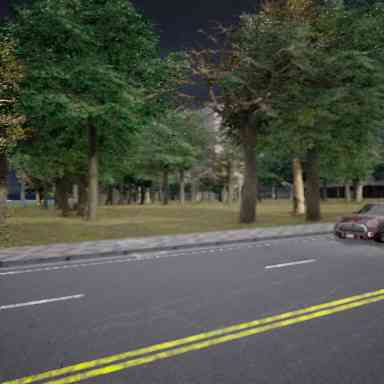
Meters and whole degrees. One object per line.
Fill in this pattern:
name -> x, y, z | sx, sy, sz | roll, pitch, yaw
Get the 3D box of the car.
car -> 8.751, 1.283, 15.369 | 4.553, 1.767, 2.097 | -1, 0, -28
